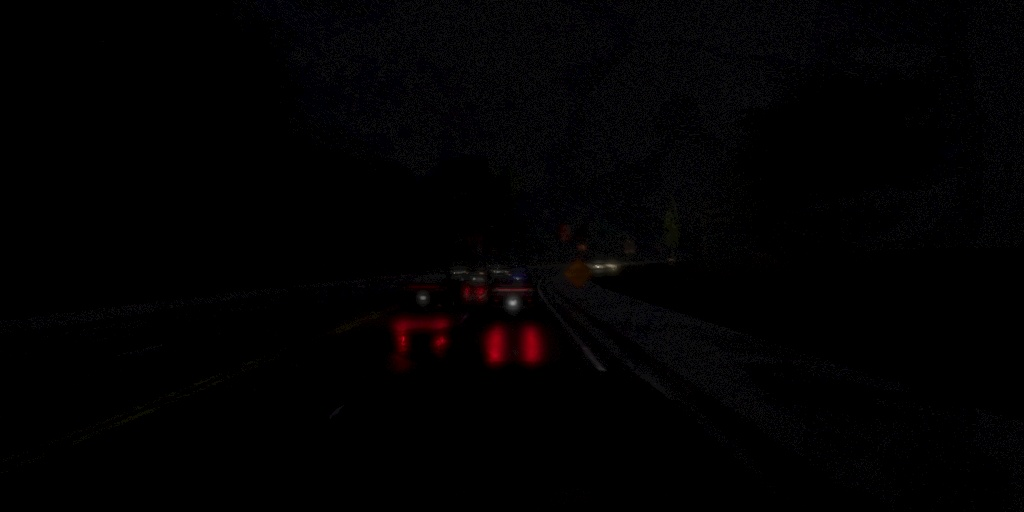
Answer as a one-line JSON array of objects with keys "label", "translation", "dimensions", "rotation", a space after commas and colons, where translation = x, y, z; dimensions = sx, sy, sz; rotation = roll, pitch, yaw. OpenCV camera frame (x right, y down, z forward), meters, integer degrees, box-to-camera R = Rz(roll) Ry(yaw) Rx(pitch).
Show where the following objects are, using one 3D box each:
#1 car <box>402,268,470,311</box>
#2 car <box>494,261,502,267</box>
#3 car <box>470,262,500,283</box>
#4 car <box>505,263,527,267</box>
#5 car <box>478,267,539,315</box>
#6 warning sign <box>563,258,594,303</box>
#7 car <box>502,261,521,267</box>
[{"label": "car", "translation": [-3.179, 1.376, 15.424], "dimensions": [1.882, 1.535, 5.008], "rotation": [0, 0, 1]}, {"label": "car", "translation": [-2.551, 1.680, 61.944], "dimensions": [2.097, 1.767, 4.553], "rotation": [-1, -1, 18]}, {"label": "car", "translation": [-2.584, 1.525, 29.182], "dimensions": [2.128, 1.511, 4.902], "rotation": [0, 0, 6]}, {"label": "car", "translation": [0.732, 1.555, 29.652], "dimensions": [1.812, 1.442, 4.674], "rotation": [0, 0, 6]}, {"label": "car", "translation": [0.056, 1.378, 14.320], "dimensions": [2.128, 1.511, 4.902], "rotation": [0, -1, 1]}, {"label": "warning sign", "translation": [2.850, 1.011, 15.184], "dimensions": [1.300, 1.860, 1.060], "rotation": [0, 0, 0]}, {"label": "car", "translation": [0.427, 1.644, 60.605], "dimensions": [2.097, 1.767, 4.553], "rotation": [-1, -1, 18]}]
